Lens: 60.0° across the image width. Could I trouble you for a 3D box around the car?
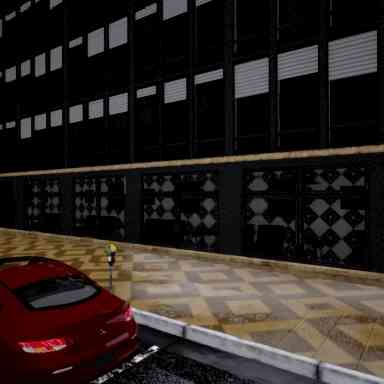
[{"bbox_3d":[-2.593,1.582,4.675,4.206,1.307,1.802,0,0,35],"label":"car"}]
